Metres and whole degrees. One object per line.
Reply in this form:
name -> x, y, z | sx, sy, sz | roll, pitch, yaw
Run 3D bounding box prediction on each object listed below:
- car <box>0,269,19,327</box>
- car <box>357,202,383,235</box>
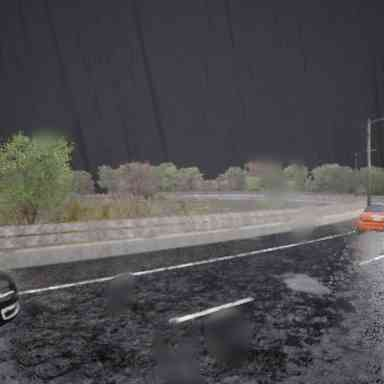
car -> -5.121, 1.543, 4.563 | 4.892, 1.490, 1.837 | 0, 0, -35
car -> 10.836, 1.382, 18.293 | 2.097, 1.767, 4.553 | 0, 0, 44
